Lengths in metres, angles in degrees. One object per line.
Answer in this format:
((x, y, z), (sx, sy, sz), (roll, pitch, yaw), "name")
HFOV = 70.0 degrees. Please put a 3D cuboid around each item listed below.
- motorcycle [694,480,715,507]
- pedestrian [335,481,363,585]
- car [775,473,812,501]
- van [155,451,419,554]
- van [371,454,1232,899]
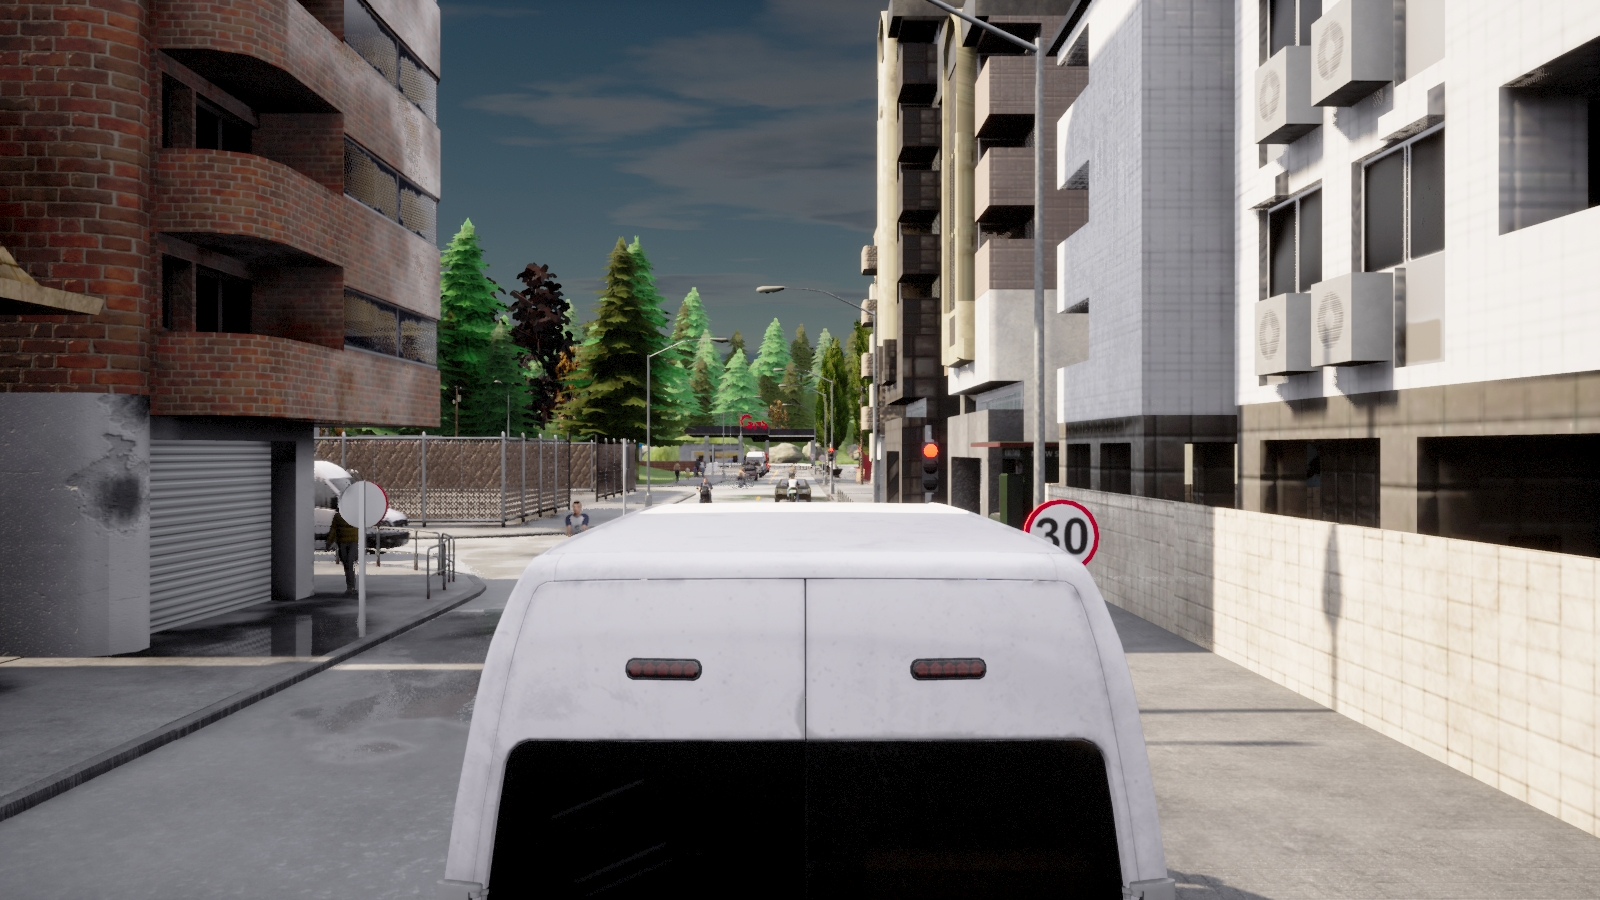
((-4.334, 1.973, 52.180), (0.803, 1.145, 2.033), (0, 0, 0), "motorcycle")
((-8.205, 1.507, 20.784), (0.375, 1.860, 0.375), (0, 0, -1), "pedestrian")
((-0.339, 1.912, 60.159), (1.895, 1.301, 4.718), (0, 0, 0), "car")
((-13.153, 1.303, 29.534), (5.915, 2.561, 1.988), (0, 0, 0), "van")
((-0.009, 1.312, 5.597), (1.988, 2.561, 5.915), (0, 0, 0), "van")
